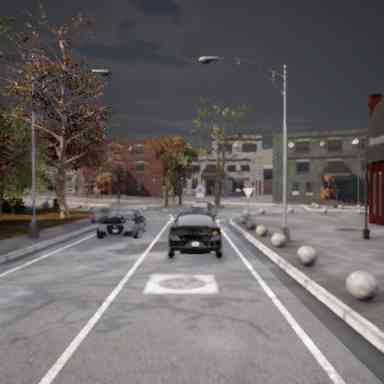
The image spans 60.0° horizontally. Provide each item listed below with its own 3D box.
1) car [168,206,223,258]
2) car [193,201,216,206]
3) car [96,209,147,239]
[{"bbox_3d":[0.114,1.522,13.071,1.882,1.535,5.008,0,0,0],"label":"car"},{"bbox_3d":[0.966,1.521,28.379,1.812,1.442,4.674,0,0,13],"label":"car"},{"bbox_3d":[-3.544,1.607,17.386,1.994,1.385,4.181,0,0,1],"label":"car"}]
